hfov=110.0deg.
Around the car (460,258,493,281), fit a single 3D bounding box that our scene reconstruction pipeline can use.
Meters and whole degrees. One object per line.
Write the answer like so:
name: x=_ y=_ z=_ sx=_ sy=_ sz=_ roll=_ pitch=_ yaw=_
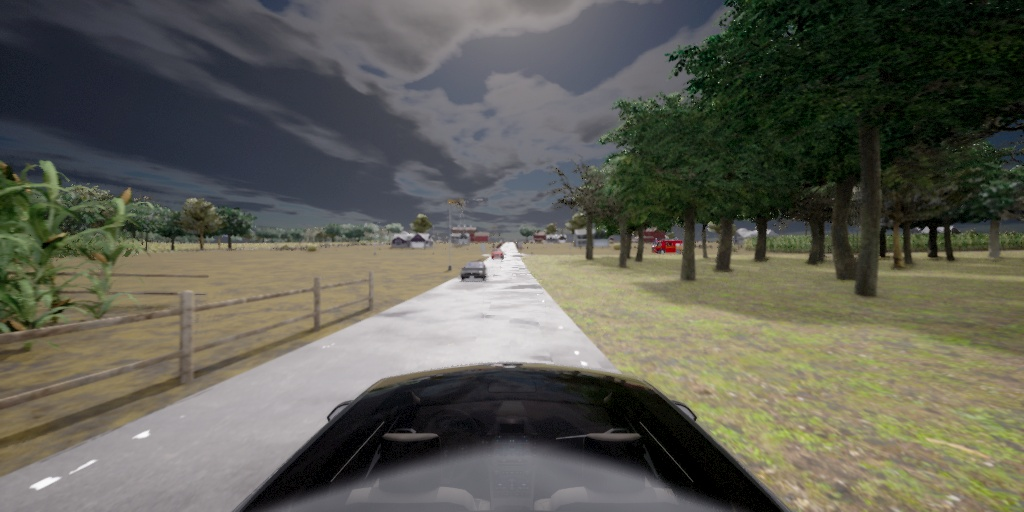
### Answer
car: x=-2.889 y=1.118 z=28.395 sx=2.033 sy=1.411 sz=5.357 roll=0 pitch=1 yaw=0
